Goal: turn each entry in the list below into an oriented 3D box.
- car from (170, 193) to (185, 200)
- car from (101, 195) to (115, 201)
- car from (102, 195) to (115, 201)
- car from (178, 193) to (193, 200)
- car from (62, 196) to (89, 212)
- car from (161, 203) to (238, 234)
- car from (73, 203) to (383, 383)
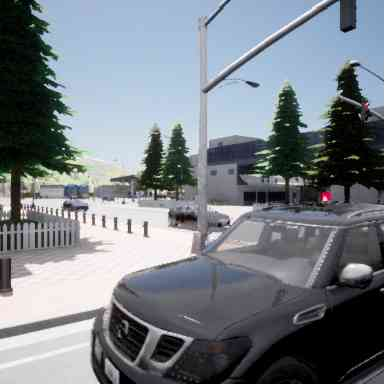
[{"bbox_3d":[-3.867,1.113,85.969,1.932,1.855,4.605,0,0,-37],"label":"car"},{"bbox_3d":[-20.905,1.400,82.760,1.970,1.475,3.806,0,0,-37],"label":"car"},{"bbox_3d":[-18.885,1.389,75.023,1.845,1.501,3.633,0,0,-37],"label":"car"},{"bbox_3d":[-1.777,1.092,88.029,1.905,1.878,3.866,0,0,-37],"label":"car"},{"bbox_3d":[-13.837,1.563,39.349,2.033,1.411,5.357,0,0,-37],"label":"car"},{"bbox_3d":[0.325,1.507,20.480,2.128,1.511,4.902,0,0,-37],"label":"car"},{"bbox_3d":[1.580,1.221,4.473,5.566,2.045,2.150,0,1,-35],"label":"car"}]
